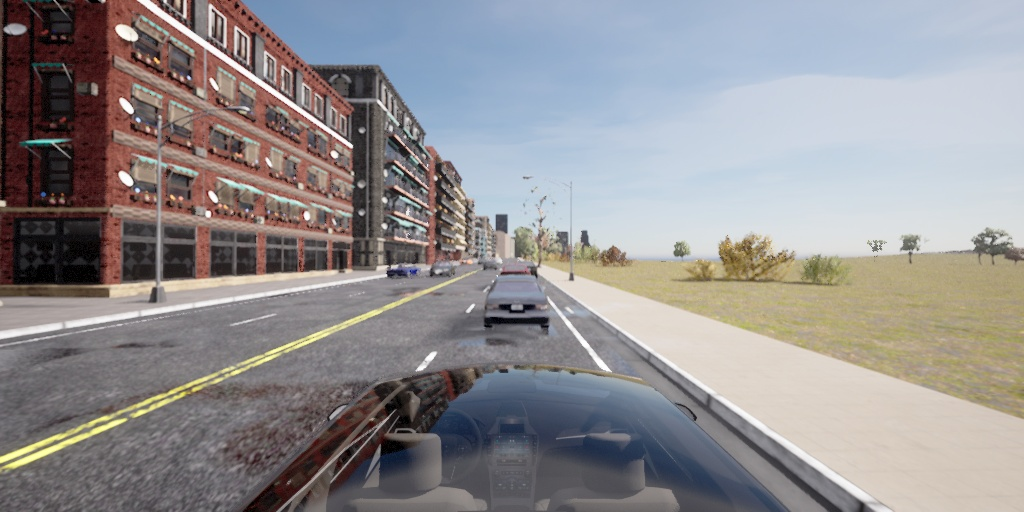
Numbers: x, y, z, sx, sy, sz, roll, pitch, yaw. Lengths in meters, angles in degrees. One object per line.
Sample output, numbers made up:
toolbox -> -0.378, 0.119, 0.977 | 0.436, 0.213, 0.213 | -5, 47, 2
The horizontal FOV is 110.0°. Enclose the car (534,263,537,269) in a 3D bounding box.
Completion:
car -> 1.273, 1.210, 32.364 | 1.882, 1.535, 5.008 | 0, 0, 0

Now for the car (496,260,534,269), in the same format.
car -> 0.196, 1.216, 22.931 | 1.882, 1.535, 5.008 | 0, 0, 0

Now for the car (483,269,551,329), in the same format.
car -> 0.140, 1.293, 11.248 | 2.033, 1.411, 5.357 | 0, 0, 0

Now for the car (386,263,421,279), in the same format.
car -> -9.715, 1.332, 32.330 | 1.895, 1.301, 4.718 | 0, 0, 0

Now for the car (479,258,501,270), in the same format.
car -> -3.022, 1.210, 50.266 | 2.128, 1.511, 4.902 | 0, 0, 1

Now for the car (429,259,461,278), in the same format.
car -> -6.456, 1.222, 33.754 | 2.128, 1.511, 4.902 | 0, 0, 0
